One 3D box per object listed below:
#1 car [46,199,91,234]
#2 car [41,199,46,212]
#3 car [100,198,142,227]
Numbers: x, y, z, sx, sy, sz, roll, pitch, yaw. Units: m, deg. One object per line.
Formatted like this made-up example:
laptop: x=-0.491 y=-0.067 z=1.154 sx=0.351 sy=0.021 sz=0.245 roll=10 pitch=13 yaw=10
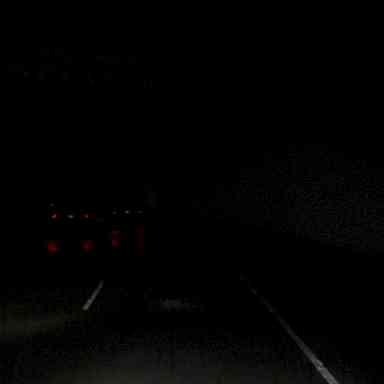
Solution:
car: x=-7.045 y=1.295 z=19.164 sx=2.097 sy=1.767 sz=4.553 roll=0 pitch=0 yaw=-21
car: x=-16.388 y=1.443 z=37.526 sx=5.357 sy=1.411 sz=2.033 roll=0 pitch=0 yaw=40
car: x=-4.935 y=1.276 z=22.724 sx=2.097 sy=1.767 sz=4.553 roll=0 pitch=0 yaw=-25
